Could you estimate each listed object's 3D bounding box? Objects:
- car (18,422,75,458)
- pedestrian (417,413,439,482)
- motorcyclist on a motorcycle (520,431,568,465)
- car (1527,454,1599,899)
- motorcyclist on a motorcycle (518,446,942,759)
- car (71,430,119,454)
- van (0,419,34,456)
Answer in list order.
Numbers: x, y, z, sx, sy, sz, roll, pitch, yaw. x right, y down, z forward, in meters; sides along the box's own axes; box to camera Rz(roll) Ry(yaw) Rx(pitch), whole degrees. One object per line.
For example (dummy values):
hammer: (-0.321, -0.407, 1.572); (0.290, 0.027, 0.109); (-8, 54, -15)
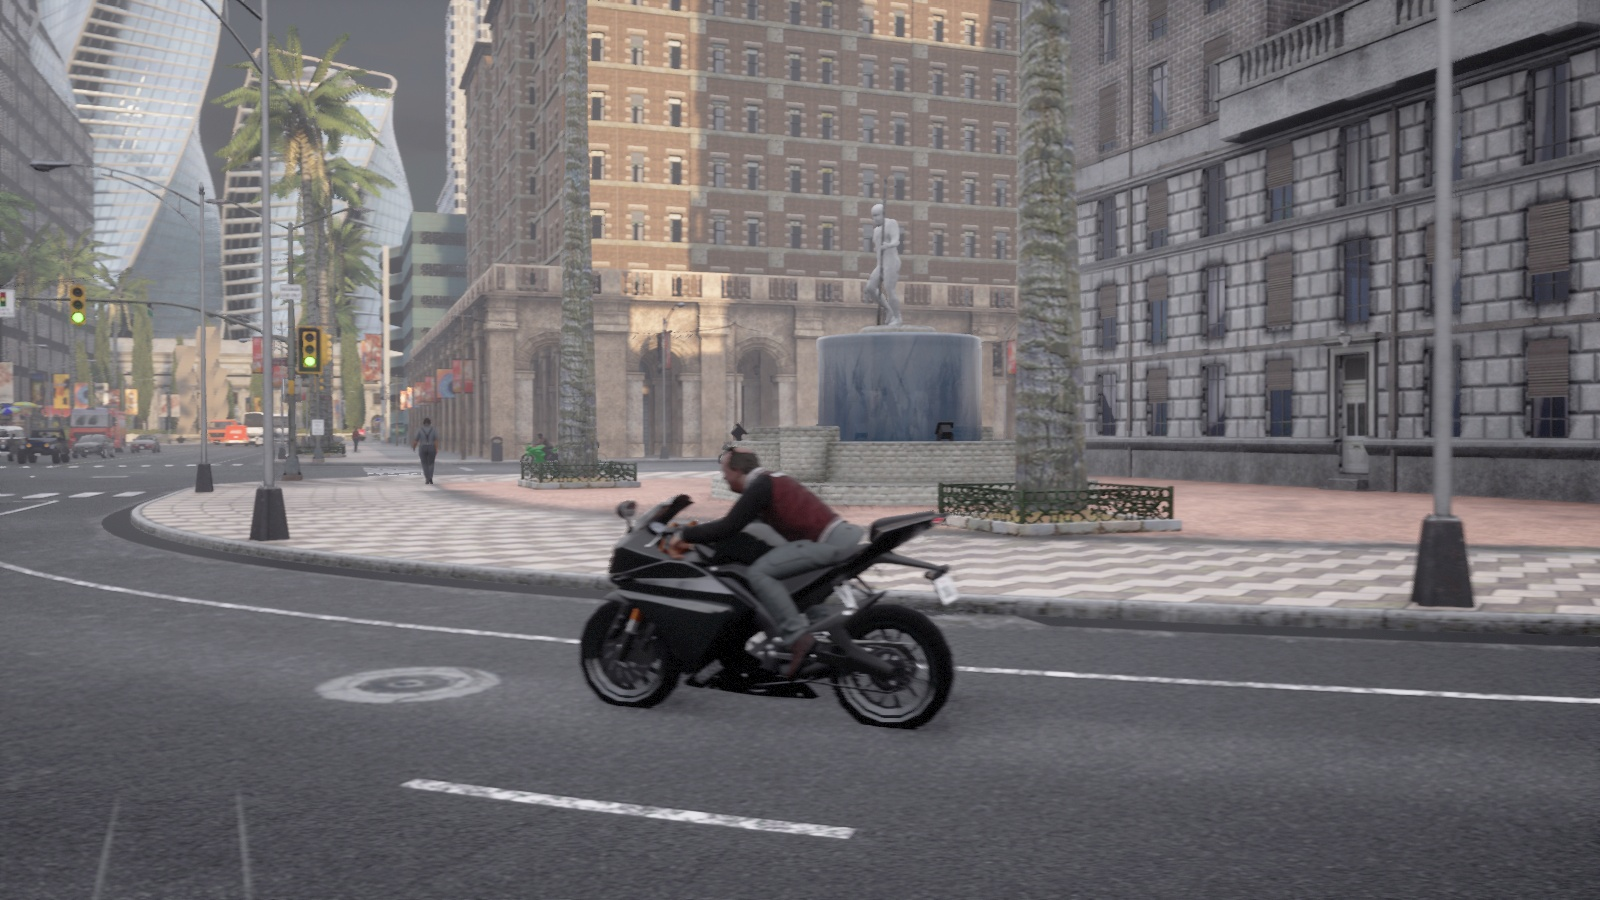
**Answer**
car: (-40.195, -0.548, 67.047); (1.905, 1.878, 3.866); (0, 1, -20)
pedestrian: (-10.171, -0.073, 34.316); (0.540, 1.848, 0.694); (0, 1, -21)
motorcyclist on a motorcycle: (-11.701, -0.100, 57.374); (2.044, 1.523, 0.797); (0, 1, -20)
car: (3.681, 0.776, 2.125); (3.806, 1.475, 1.970); (0, 1, 12)
motorcyclist on a motorcycle: (-0.386, 0.755, 7.013); (2.191, 1.530, 0.866); (1, 1, 20)
car: (-44.815, -0.551, 79.931); (1.837, 1.490, 4.892); (0, 1, -20)
van: (-45.769, -0.721, 72.222); (2.069, 2.038, 4.480); (0, 1, -20)
